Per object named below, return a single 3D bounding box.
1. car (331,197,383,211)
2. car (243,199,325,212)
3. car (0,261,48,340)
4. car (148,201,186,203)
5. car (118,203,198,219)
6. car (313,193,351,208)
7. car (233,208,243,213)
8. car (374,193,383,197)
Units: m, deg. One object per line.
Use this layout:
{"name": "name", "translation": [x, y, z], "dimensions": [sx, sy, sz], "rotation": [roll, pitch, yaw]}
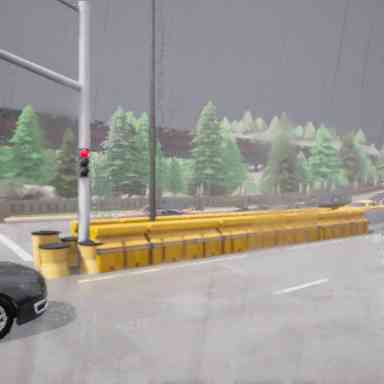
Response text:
{"name": "car", "translation": [13.554, 1.415, 26.484], "dimensions": [5.008, 1.535, 1.882], "rotation": [-1, 1, -36]}
{"name": "car", "translation": [5.883, 1.451, 20.989], "dimensions": [5.008, 1.535, 1.882], "rotation": [0, 0, -35]}
{"name": "car", "translation": [-4.692, 1.506, 4.699], "dimensions": [4.892, 1.490, 1.837], "rotation": [0, 0, -36]}
{"name": "car", "translation": [-2.099, 1.337, 19.655], "dimensions": [4.553, 1.767, 2.097], "rotation": [0, 0, -35]}
{"name": "car", "translation": [-1.840, 1.480, 15.526], "dimensions": [4.902, 1.511, 2.128], "rotation": [0, 0, -36]}
{"name": "car", "translation": [12.395, 1.142, 29.964], "dimensions": [5.566, 2.045, 2.150], "rotation": [-1, 1, -36]}
{"name": "car", "translation": [4.889, 1.536, 24.557], "dimensions": [4.181, 1.385, 1.994], "rotation": [0, 0, -36]}
{"name": "car", "translation": [20.667, 0.897, 35.935], "dimensions": [4.553, 1.767, 2.097], "rotation": [-4, 2, -36]}
